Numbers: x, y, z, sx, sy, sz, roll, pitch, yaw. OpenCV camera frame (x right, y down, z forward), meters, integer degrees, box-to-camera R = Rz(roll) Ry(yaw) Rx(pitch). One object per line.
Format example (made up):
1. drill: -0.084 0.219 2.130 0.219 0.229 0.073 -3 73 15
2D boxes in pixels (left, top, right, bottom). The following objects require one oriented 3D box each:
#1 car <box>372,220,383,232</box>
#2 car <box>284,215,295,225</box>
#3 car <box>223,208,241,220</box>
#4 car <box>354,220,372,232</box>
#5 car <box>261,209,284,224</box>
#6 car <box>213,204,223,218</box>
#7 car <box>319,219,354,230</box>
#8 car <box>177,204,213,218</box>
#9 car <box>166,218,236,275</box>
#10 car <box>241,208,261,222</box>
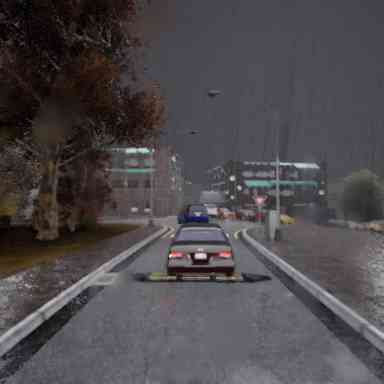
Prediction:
1. car: 27.990 5.504 53.111 1.946 1.575 5.366 7 -4 -30
2. car: 13.190 4.044 50.442 1.946 1.575 5.366 7 -4 -30
3. car: 4.403 3.078 48.612 2.185 1.767 4.553 4 -4 -31
4. car: 25.114 5.253 52.432 2.002 1.452 4.674 7 -4 -30
5. car: 10.363 3.503 49.720 2.435 2.045 5.566 7 -4 -31
6. car: 1.528 2.782 47.999 2.435 2.045 5.566 2 -3 -31
7. car: 22.148 4.960 51.894 2.002 1.452 4.674 7 -4 -30
8. car: -0.002 2.142 30.820 2.150 2.045 5.566 1 -2 -11
9. car: 0.265 1.702 10.472 2.033 1.411 5.357 0 -3 1
10. car: 7.371 3.331 49.136 2.185 1.767 4.553 6 -4 -31
